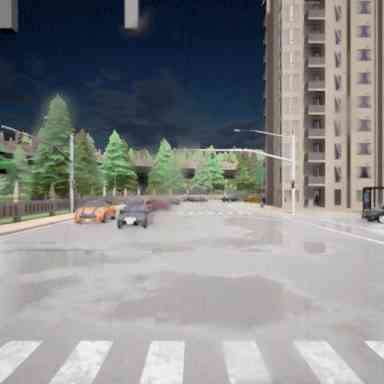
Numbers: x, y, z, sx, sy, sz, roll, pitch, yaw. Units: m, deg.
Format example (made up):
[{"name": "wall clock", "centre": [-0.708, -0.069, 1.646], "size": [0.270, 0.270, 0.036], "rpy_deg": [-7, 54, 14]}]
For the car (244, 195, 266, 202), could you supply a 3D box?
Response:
[{"name": "car", "centre": [13.578, 1.477, 73.370], "size": [5.008, 1.535, 1.882], "rpy_deg": [0, 0, -37]}]

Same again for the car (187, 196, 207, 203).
[{"name": "car", "centre": [1.394, 1.552, 70.005], "size": [1.994, 1.385, 4.181], "rpy_deg": [0, 0, 30]}]

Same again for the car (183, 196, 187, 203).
[{"name": "car", "centre": [-1.209, 1.524, 72.446], "size": [2.128, 1.511, 4.902], "rpy_deg": [0, 0, 30]}]

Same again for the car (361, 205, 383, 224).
[{"name": "car", "centre": [15.374, 1.560, 25.053], "size": [4.892, 1.490, 1.837], "rpy_deg": [0, 0, 0]}]

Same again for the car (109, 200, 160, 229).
[{"name": "car", "centre": [-3.591, 1.507, 21.736], "size": [2.128, 1.511, 4.902], "rpy_deg": [0, 0, 0]}]

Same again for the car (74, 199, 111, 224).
[{"name": "car", "centre": [-7.093, 1.351, 24.825], "size": [2.097, 1.767, 4.553], "rpy_deg": [0, 0, 0]}]

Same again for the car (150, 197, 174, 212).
[{"name": "car", "centre": [-3.572, 1.600, 39.595], "size": [1.895, 1.301, 4.718], "rpy_deg": [0, 0, 0]}]

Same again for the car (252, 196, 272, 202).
[{"name": "car", "centre": [16.665, 1.552, 79.418], "size": [4.181, 1.385, 1.994], "rpy_deg": [0, 0, -24]}]

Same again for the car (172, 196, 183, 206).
[{"name": "car", "centre": [-3.163, 1.563, 54.677], "size": [1.994, 1.385, 4.181], "rpy_deg": [0, 0, 5]}]

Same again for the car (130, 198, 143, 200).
[{"name": "car", "centre": [-7.045, 1.504, 41.813], "size": [1.837, 1.490, 4.892], "rpy_deg": [0, 0, 1]}]

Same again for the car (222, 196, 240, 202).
[{"name": "car", "centre": [8.566, 1.524, 73.561], "size": [4.674, 1.442, 1.812], "rpy_deg": [0, 0, -42]}]
